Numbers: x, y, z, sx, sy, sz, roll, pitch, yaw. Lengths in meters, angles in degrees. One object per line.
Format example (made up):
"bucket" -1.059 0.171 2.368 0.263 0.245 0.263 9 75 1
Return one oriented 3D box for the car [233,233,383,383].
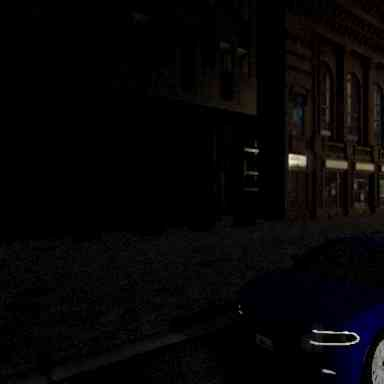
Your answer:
"car" 2.868 1.446 5.301 5.008 1.535 1.882 0 0 -36
